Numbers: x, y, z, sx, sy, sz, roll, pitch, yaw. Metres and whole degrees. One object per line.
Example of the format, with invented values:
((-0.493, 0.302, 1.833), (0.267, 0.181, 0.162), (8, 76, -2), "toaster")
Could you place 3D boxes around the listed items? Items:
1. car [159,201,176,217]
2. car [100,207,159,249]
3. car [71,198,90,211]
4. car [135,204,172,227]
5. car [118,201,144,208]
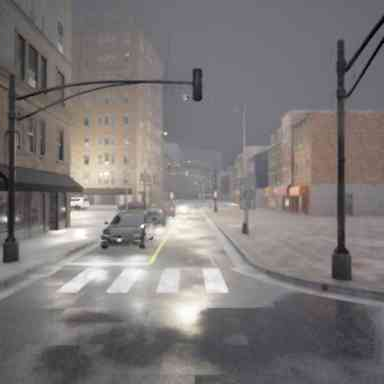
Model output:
((-2.826, 1.756, 35.700), (2.097, 1.767, 4.553), (0, -1, 0), "car")
((-2.860, 1.679, 15.541), (1.837, 1.490, 4.892), (0, -1, 0), "car")
((-19.046, 1.904, 52.734), (5.566, 2.045, 2.150), (0, -1, 9), "car")
((-2.855, 1.851, 25.460), (1.994, 1.385, 4.181), (0, -1, 0), "car")
((-9.024, 2.142, 51.103), (4.674, 1.442, 1.812), (0, -1, 9), "car")
